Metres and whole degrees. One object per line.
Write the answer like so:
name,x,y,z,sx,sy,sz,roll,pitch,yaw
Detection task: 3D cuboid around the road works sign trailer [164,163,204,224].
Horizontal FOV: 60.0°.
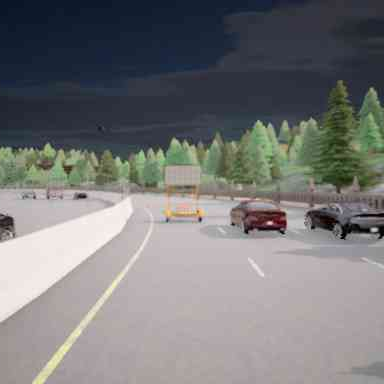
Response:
road works sign trailer,-0.591,0.028,20.826,2.380,3.560,2.880,0,1,-10

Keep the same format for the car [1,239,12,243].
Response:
car,-7.230,1.279,10.082,2.128,1.511,4.902,0,1,-2

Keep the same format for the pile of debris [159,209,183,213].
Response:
pile of debris,-1.752,1.585,27.763,1.860,0.140,1.500,0,1,-10

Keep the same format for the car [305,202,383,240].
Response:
car,6.778,1.175,15.057,2.128,1.511,4.902,0,1,-3

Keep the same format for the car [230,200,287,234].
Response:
car,3.165,1.127,16.690,1.882,1.535,5.008,0,1,-4
